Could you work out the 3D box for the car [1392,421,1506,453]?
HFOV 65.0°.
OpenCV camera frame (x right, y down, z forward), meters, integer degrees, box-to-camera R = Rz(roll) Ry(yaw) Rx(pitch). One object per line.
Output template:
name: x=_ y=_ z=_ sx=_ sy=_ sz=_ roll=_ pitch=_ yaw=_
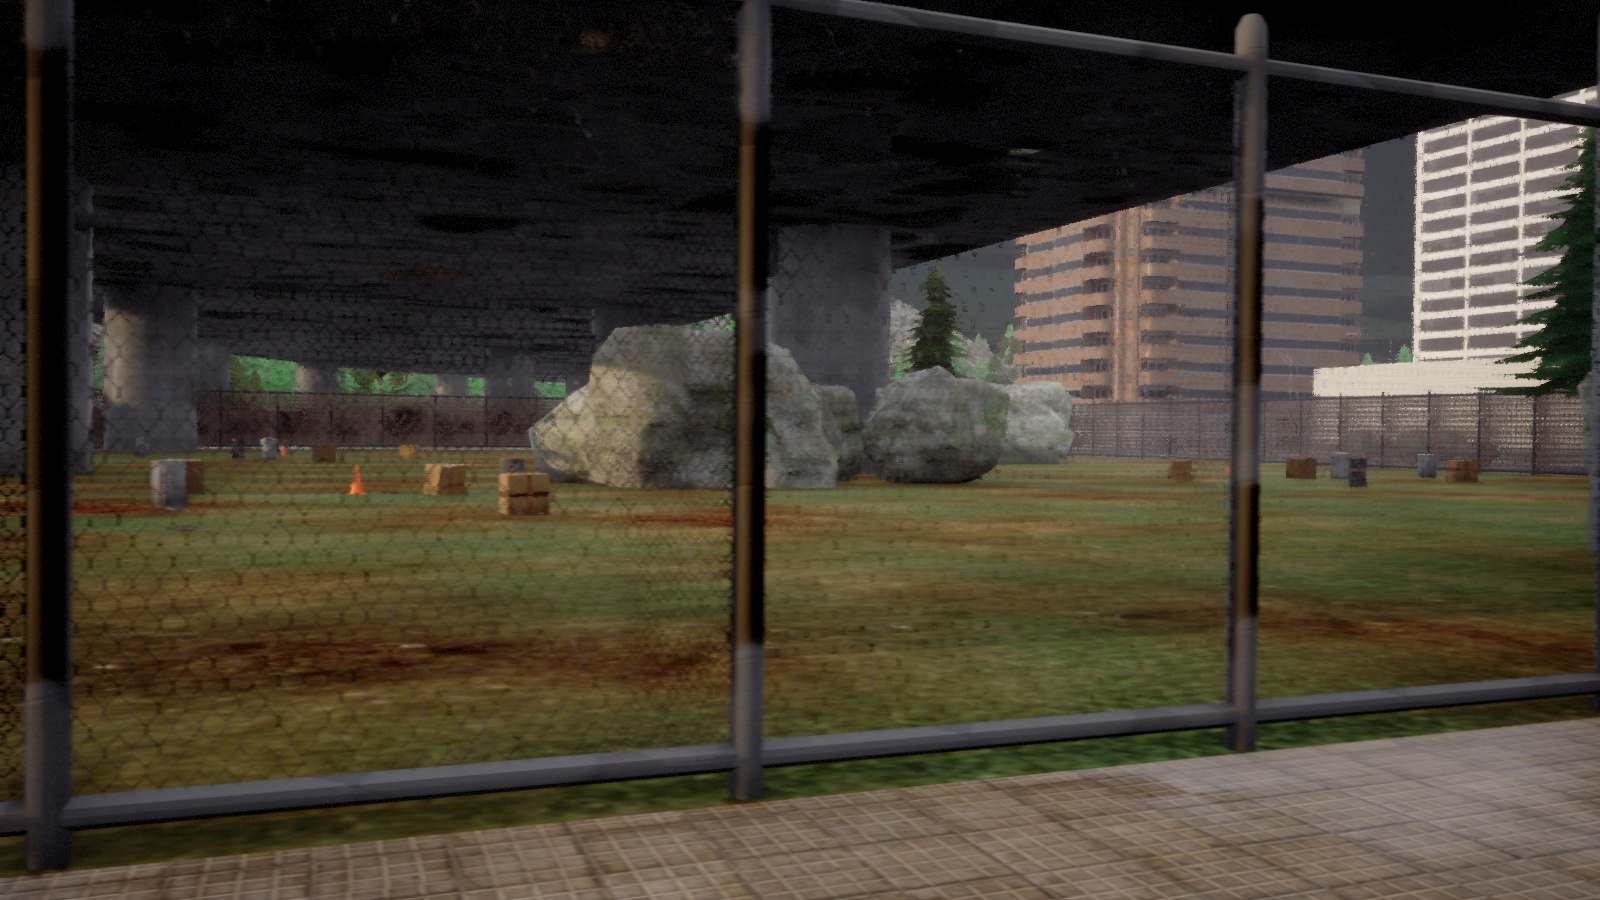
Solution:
car: x=32.467 y=-0.677 z=62.951 sx=2.128 sy=1.511 sz=4.902 roll=-1 pitch=1 yaw=-21
